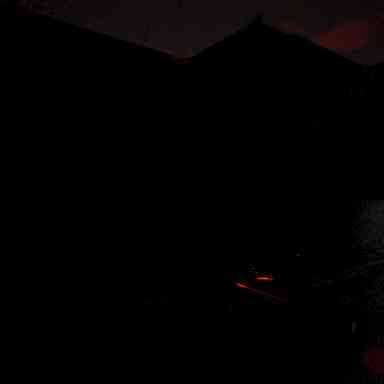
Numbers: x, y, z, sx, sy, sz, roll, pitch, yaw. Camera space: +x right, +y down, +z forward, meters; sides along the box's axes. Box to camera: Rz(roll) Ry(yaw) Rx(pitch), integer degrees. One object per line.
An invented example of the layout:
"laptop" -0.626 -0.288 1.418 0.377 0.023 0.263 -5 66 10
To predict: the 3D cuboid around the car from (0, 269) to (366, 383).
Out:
"car" -0.575 1.540 2.968 5.357 1.411 2.033 0 0 -35
